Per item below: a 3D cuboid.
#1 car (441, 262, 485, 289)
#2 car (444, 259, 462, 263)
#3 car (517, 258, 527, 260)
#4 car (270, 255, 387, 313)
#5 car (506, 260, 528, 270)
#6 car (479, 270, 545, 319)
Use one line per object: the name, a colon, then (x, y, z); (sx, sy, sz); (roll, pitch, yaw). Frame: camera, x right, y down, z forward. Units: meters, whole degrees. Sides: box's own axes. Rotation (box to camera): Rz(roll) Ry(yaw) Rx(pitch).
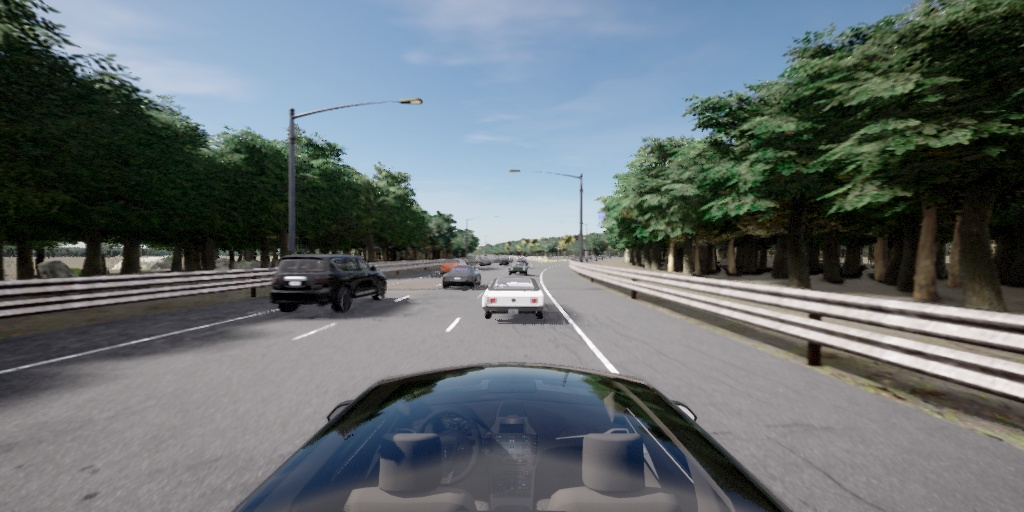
car: (-3.156, 1.307, 23.144); (1.994, 1.385, 4.181); (0, 0, 1)
car: (-6.189, 1.065, 38.699); (2.097, 1.767, 4.553); (0, 0, 2)
car: (1.553, 1.164, 58.436); (1.837, 1.490, 4.892); (0, 0, 2)
car: (-6.852, 0.967, 14.085); (2.150, 2.045, 5.566); (0, 0, 1)
car: (0.654, 1.324, 36.697); (1.895, 1.301, 4.718); (0, 0, 2)
car: (0.076, 1.351, 12.832); (1.895, 1.301, 4.718); (0, 0, 1)
